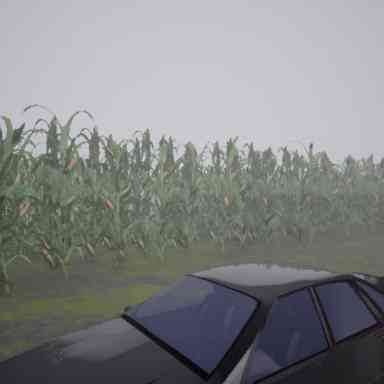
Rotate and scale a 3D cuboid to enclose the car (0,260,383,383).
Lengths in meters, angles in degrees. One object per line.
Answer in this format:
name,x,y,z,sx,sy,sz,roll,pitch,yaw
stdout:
car,0.675,1.545,3.545,5.357,1.411,2.033,0,0,-35
